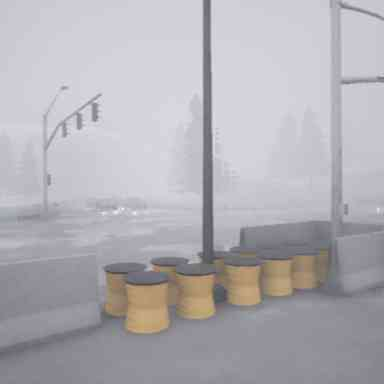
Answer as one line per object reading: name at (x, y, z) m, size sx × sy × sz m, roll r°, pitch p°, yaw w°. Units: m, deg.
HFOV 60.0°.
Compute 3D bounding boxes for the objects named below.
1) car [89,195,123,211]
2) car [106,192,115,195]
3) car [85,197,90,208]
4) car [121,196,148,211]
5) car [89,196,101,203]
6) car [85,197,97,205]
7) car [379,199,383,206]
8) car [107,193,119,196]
car at (-10.145, 1.460, 38.907) m, size 2.033 × 1.411 × 5.357 m, roll 0°, pitch 0°, yaw -28°
car at (-14.035, 1.085, 57.926) m, size 2.150 × 2.045 × 5.566 m, roll 0°, pitch 0°, yaw -18°
car at (-14.347, 1.449, 48.002) m, size 2.033 × 1.411 × 5.357 m, roll 0°, pitch 0°, yaw -22°
car at (-6.850, 1.395, 40.243) m, size 1.837 × 1.490 × 4.892 m, roll 0°, pitch 0°, yaw -28°
car at (-19.516, 1.454, 66.967) m, size 1.895 × 1.301 × 4.718 m, roll 0°, pitch 0°, yaw -10°
car at (-17.406, 1.485, 57.093) m, size 1.895 × 1.301 × 4.718 m, roll 0°, pitch 0°, yaw -17°
car at (27.091, 1.130, 44.659) m, size 5.008 × 1.535 × 1.882 m, roll -1°, pitch 0°, yaw -35°
car at (-10.780, 1.372, 48.623) m, size 2.128 × 1.511 × 4.902 m, roll 0°, pitch 0°, yaw -22°
